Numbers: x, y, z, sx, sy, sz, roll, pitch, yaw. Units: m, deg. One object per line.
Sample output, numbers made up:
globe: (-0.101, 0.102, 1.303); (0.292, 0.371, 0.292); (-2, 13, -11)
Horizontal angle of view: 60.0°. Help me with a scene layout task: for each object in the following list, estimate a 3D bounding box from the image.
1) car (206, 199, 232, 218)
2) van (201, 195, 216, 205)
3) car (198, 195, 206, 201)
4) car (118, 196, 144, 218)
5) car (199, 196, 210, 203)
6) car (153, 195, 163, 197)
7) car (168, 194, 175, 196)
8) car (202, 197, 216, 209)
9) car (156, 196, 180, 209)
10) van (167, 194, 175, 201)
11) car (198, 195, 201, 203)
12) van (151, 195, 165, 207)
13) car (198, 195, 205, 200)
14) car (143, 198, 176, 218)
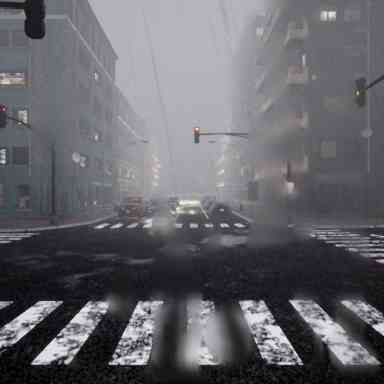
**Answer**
car: (2.556, 1.562, 30.179); (1.947, 1.339, 4.313); (0, 0, 0)
van: (2.550, 1.329, 46.835); (1.690, 1.788, 3.998); (0, 0, 0)
car: (2.534, 1.504, 85.699); (1.887, 1.381, 4.507); (0, 0, 0)
car: (-5.324, 1.311, 30.175); (2.192, 1.841, 5.009); (0, 0, 0)
car: (2.541, 1.525, 69.043); (2.008, 1.369, 4.403); (0, 0, 0)
car: (-5.331, 1.532, 46.831); (1.887, 1.381, 4.507); (0, 0, 0)
car: (-2.858, 1.511, 50.862); (1.812, 1.442, 4.674); (0, 0, 0)
car: (2.552, 1.573, 41.283); (1.802, 1.307, 4.206); (0, 0, 0)
car: (-2.862, 1.538, 40.699); (2.033, 1.411, 5.357); (0, 0, 0)
van: (-5.345, 1.300, 85.695); (1.690, 1.788, 3.998); (0, 0, 0)
car: (2.545, 1.421, 57.938); (1.967, 1.590, 4.097); (0, 0, 0)
van: (-5.333, 1.325, 52.383); (1.690, 1.788, 3.998); (0, 0, 0)
car: (2.532, 1.498, 91.251); (1.887, 1.381, 4.507); (0, 0, 0)
car: (-2.861, 1.543, 30.496); (2.033, 1.411, 5.357); (0, 0, 0)
